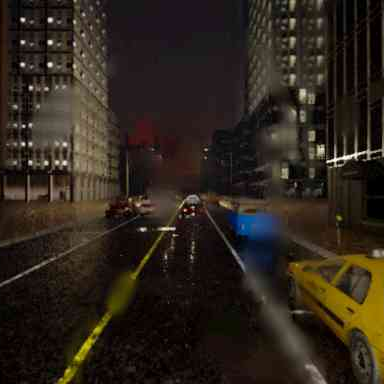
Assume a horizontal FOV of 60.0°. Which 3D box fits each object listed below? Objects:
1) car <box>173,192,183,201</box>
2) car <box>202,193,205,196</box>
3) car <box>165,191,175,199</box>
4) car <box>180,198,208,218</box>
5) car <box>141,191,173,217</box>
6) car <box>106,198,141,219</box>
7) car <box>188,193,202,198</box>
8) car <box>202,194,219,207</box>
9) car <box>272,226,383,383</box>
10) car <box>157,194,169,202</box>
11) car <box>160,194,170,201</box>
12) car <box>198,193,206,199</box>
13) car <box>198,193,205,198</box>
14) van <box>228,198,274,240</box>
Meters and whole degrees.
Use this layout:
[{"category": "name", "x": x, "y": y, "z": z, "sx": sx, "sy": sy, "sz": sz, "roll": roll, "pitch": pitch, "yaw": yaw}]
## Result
[{"category": "car", "x": -3.014, "y": 0.868, "z": 69.578, "sx": 2.097, "sy": 1.767, "sz": 4.553, "roll": 0, "pitch": 0, "yaw": 0}, {"category": "car", "x": 2.690, "y": 1.043, "z": 70.755, "sx": 1.752, "sy": 1.417, "sz": 4.829, "roll": 1, "pitch": 0, "yaw": 0}, {"category": "car", "x": -5.689, "y": 0.725, "z": 86.869, "sx": 2.192, "sy": 1.841, "sz": 5.009, "roll": 1, "pitch": 0, "yaw": 0}, {"category": "car", "x": 0.094, "y": 1.409, "z": 27.743, "sx": 1.895, "sy": 1.301, "sz": 4.718, "roll": 0, "pitch": 0, "yaw": 0}, {"category": "car", "x": -3.105, "y": 1.022, "z": 28.817, "sx": 2.150, "sy": 2.045, "sz": 5.566, "roll": 0, "pitch": 0, "yaw": 0}, {"category": "car", "x": -5.647, "y": 1.254, "z": 26.952, "sx": 1.967, "sy": 1.590, "sz": 4.097, "roll": 1, "pitch": 0, "yaw": 0}, {"category": "car", "x": 0.096, "y": 1.220, "z": 44.603, "sx": 1.812, "sy": 1.442, "sz": 4.674, "roll": 0, "pitch": 0, "yaw": 0}, {"category": "car", "x": 2.695, "y": 1.281, "z": 43.813, "sx": 1.802, "sy": 1.307, "sz": 4.206, "roll": 1, "pitch": 0, "yaw": 0}, {"category": "car", "x": 2.703, "y": 1.491, "z": 4.942, "sx": 1.752, "sy": 1.417, "sz": 4.829, "roll": 1, "pitch": 0, "yaw": 0}, {"category": "car", "x": -5.690, "y": 1.122, "z": 65.089, "sx": 1.947, "sy": 1.339, "sz": 4.313, "roll": 1, "pitch": 0, "yaw": 0}, {"category": "car", "x": -5.690, "y": 1.064, "z": 70.534, "sx": 1.887, "sy": 1.381, "sz": 4.507, "roll": 1, "pitch": 0, "yaw": 0}, {"category": "car", "x": 2.687, "y": 0.955, "z": 86.904, "sx": 1.887, "sy": 1.381, "sz": 4.507, "roll": 1, "pitch": 0, "yaw": 0}, {"category": "car", "x": 2.686, "y": 0.898, "z": 92.513, "sx": 1.752, "sy": 1.417, "sz": 4.829, "roll": 1, "pitch": 0, "yaw": 0}, {"category": "van", "x": 2.705, "y": 1.231, "z": 15.926, "sx": 1.690, "sy": 1.788, "sz": 3.998, "roll": 1, "pitch": 0, "yaw": 0}]
